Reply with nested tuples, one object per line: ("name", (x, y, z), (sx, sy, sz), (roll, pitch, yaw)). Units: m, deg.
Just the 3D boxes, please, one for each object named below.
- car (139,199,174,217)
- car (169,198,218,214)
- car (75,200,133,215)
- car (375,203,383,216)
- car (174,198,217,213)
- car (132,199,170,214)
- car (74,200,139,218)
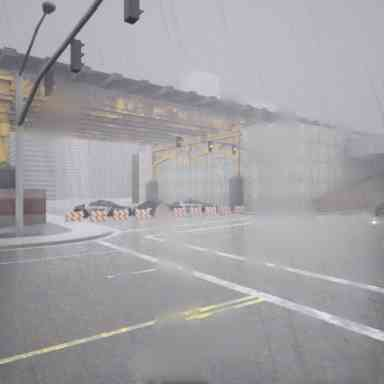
("car", (-3.766, 1.453, 31.511), (2.038, 1.542, 4.974), (0, 0, 18))
("car", (0.142, 1.453, 35.273), (4.974, 1.542, 2.038), (0, 0, -7))
("car", (-7.560, 1.295, 28.831), (4.536, 1.218, 1.853), (0, 0, 8))
("car", (19.177, 1.478, 31.459), (5.008, 1.535, 1.882), (0, 0, -37))
("car", (0.091, 1.295, 35.267), (4.536, 1.218, 1.853), (0, 0, -7))
("car", (-3.750, 1.295, 31.561), (1.853, 1.218, 4.536), (0, 0, 18))
("car", (-7.509, 1.453, 28.824), (4.974, 1.542, 2.038), (0, 0, 8))
